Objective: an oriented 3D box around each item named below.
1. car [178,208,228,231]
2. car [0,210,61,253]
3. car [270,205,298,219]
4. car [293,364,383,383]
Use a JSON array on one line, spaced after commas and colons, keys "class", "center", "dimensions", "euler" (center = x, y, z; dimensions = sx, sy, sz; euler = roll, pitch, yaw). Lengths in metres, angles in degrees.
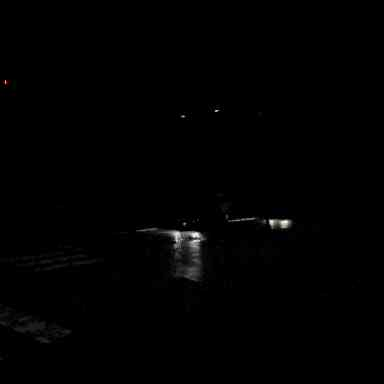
[{"class": "car", "center": [0.896, 1.954, 24.578], "dimensions": [1.837, 1.490, 4.892], "euler": [0, -1, 35]}, {"class": "car", "center": [-7.520, 1.503, 12.743], "dimensions": [2.097, 1.767, 4.553], "euler": [0, -1, 35]}, {"class": "car", "center": [10.675, 2.281, 38.309], "dimensions": [1.882, 1.535, 5.008], "euler": [0, -1, 36]}, {"class": "car", "center": [2.391, 1.551, 1.247], "dimensions": [4.403, 1.369, 2.008], "euler": [0, 0, 36]}]
